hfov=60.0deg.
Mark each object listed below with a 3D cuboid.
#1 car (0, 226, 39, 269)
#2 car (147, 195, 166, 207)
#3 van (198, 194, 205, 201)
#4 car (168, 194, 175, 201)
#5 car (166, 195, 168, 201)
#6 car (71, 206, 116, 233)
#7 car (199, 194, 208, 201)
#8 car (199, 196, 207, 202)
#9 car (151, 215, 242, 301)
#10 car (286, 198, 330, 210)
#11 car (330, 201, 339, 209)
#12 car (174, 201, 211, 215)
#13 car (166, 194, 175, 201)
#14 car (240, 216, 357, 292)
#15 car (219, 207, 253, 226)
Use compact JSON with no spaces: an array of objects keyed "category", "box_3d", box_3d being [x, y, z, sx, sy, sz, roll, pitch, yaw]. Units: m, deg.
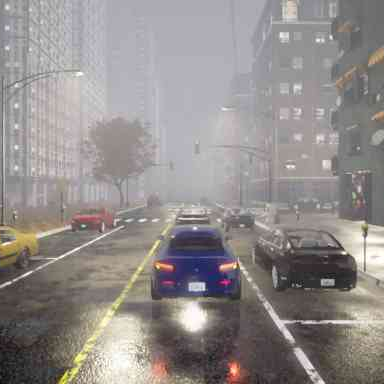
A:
[{"category":"car","box_3d":[-5.704,1.526,8.566,1.752,1.417,4.829,0,0,0]},{"category":"car","box_3d":[-5.791,1.349,52.190,2.192,1.841,5.009,0,0,0]},{"category":"van","box_3d":[2.524,1.424,85.344,1.690,1.788,3.998,0,0,0]},{"category":"car","box_3d":[-5.856,1.649,85.328,1.947,1.339,4.313,0,0,0]},{"category":"car","box_3d":[-5.802,1.607,57.713,1.947,1.339,4.313,0,0,0]},{"category":"car","box_3d":[-5.726,1.549,19.802,1.887,1.381,4.507,0,0,0]},{"category":"car","box_3d":[2.547,1.629,74.298,1.947,1.339,4.313,0,0,0]},{"category":"car","box_3d":[2.535,1.598,79.990,1.752,1.417,4.829,0,0,0]},{"category":"car","box_3d":[0.078,1.526,8.232,1.812,1.442,4.674,0,0,0]},{"category":"car","box_3d":[13.352,1.359,39.245,4.403,1.369,2.008,-1,1,-1]},{"category":"car","box_3d":[18.749,1.259,39.310,4.829,1.417,1.752,-1,1,-1]},{"category":"car","box_3d":[0.045,1.495,18.334,2.128,1.511,4.902,0,0,0]},{"category":"car","box_3d":[-5.867,1.409,90.850,2.192,1.841,5.009,0,0,0]},{"category":"car","box_3d":[2.676,1.551,8.752,2.008,1.369,4.403,0,0,0]},{"category":"car","box_3d":[2.654,1.555,19.818,2.008,1.369,4.403,0,0,0]}]
